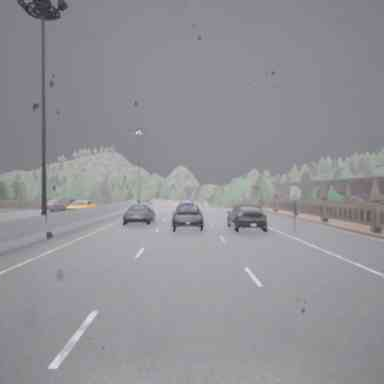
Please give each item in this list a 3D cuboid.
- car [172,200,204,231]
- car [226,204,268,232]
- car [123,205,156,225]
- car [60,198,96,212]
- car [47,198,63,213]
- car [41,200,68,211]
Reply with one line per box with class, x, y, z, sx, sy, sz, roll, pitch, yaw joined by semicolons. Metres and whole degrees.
car;-0.258;1.525;20.865;2.128;1.511;4.902;0;0;-1
car;3.254;1.520;20.219;1.837;1.490;4.892;0;0;-1
car;-3.829;1.621;24.670;1.994;1.385;4.181;0;0;-1
car;-11.190;1.585;33.688;1.882;1.535;5.008;0;0;-1
car;-14.784;1.484;38.924;2.097;1.767;4.553;0;0;-1
car;-18.385;1.738;44.776;1.812;1.442;4.674;0;-1;-1
